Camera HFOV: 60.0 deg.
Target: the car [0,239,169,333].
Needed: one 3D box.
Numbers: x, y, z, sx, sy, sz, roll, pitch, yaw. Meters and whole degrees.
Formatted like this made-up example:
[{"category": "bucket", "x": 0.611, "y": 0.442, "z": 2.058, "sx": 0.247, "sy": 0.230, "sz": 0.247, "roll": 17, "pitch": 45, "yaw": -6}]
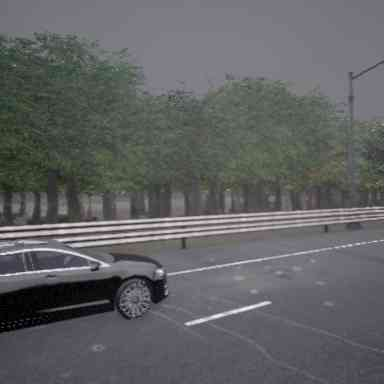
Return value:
[{"category": "car", "x": -2.779, "y": 1.628, "z": 6.069, "sx": 4.902, "sy": 1.511, "sz": 2.128, "roll": 0, "pitch": -1, "yaw": -34}]
